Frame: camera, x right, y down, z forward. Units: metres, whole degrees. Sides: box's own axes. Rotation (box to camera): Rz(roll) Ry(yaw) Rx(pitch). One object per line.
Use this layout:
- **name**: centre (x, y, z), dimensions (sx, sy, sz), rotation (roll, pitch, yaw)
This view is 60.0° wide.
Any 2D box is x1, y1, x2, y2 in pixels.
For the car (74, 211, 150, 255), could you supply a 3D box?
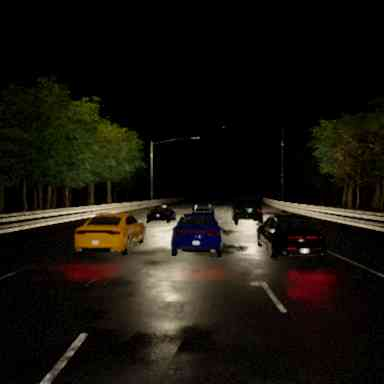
- **car**: centre (-3.244, 1.616, 14.020), dimensions (1.882, 1.535, 5.008), rotation (0, 0, 3)

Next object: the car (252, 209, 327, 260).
- **car**: centre (3.720, 1.636, 13.089), dimensions (1.837, 1.490, 4.892), rotation (0, 0, 2)

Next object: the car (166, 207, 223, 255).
- **car**: centre (0.255, 1.615, 13.927), dimensions (1.882, 1.535, 5.008), rotation (0, 0, 3)

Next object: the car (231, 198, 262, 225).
- **car**: centre (4.382, 1.488, 26.826), dimensions (2.150, 2.045, 5.566), rotation (0, 0, 4)

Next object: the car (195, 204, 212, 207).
- **car**: centre (0.967, 1.767, 27.978), dimensions (2.128, 1.511, 4.902), rotation (0, 0, 5)

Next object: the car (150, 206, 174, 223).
- **car**: centre (-2.531, 1.841, 28.139), dimensions (1.994, 1.385, 4.181), rotation (0, 0, 5)
